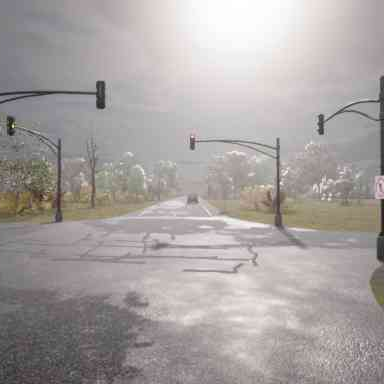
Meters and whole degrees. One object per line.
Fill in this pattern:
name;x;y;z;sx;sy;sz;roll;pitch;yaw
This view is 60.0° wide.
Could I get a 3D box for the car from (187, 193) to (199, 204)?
car;0.156;1.293;67.658;2.150;2.045;5.566;0;0;0
